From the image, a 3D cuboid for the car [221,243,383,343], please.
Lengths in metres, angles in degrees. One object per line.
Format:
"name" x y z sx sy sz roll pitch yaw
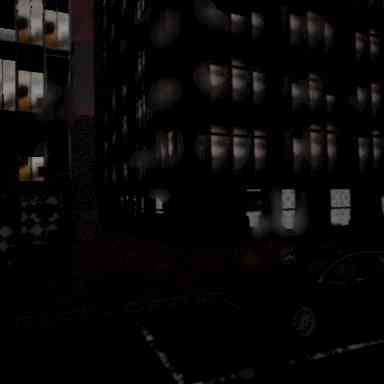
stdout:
"car" 2.673 1.734 6.535 4.403 1.369 2.008 0 -2 -23
